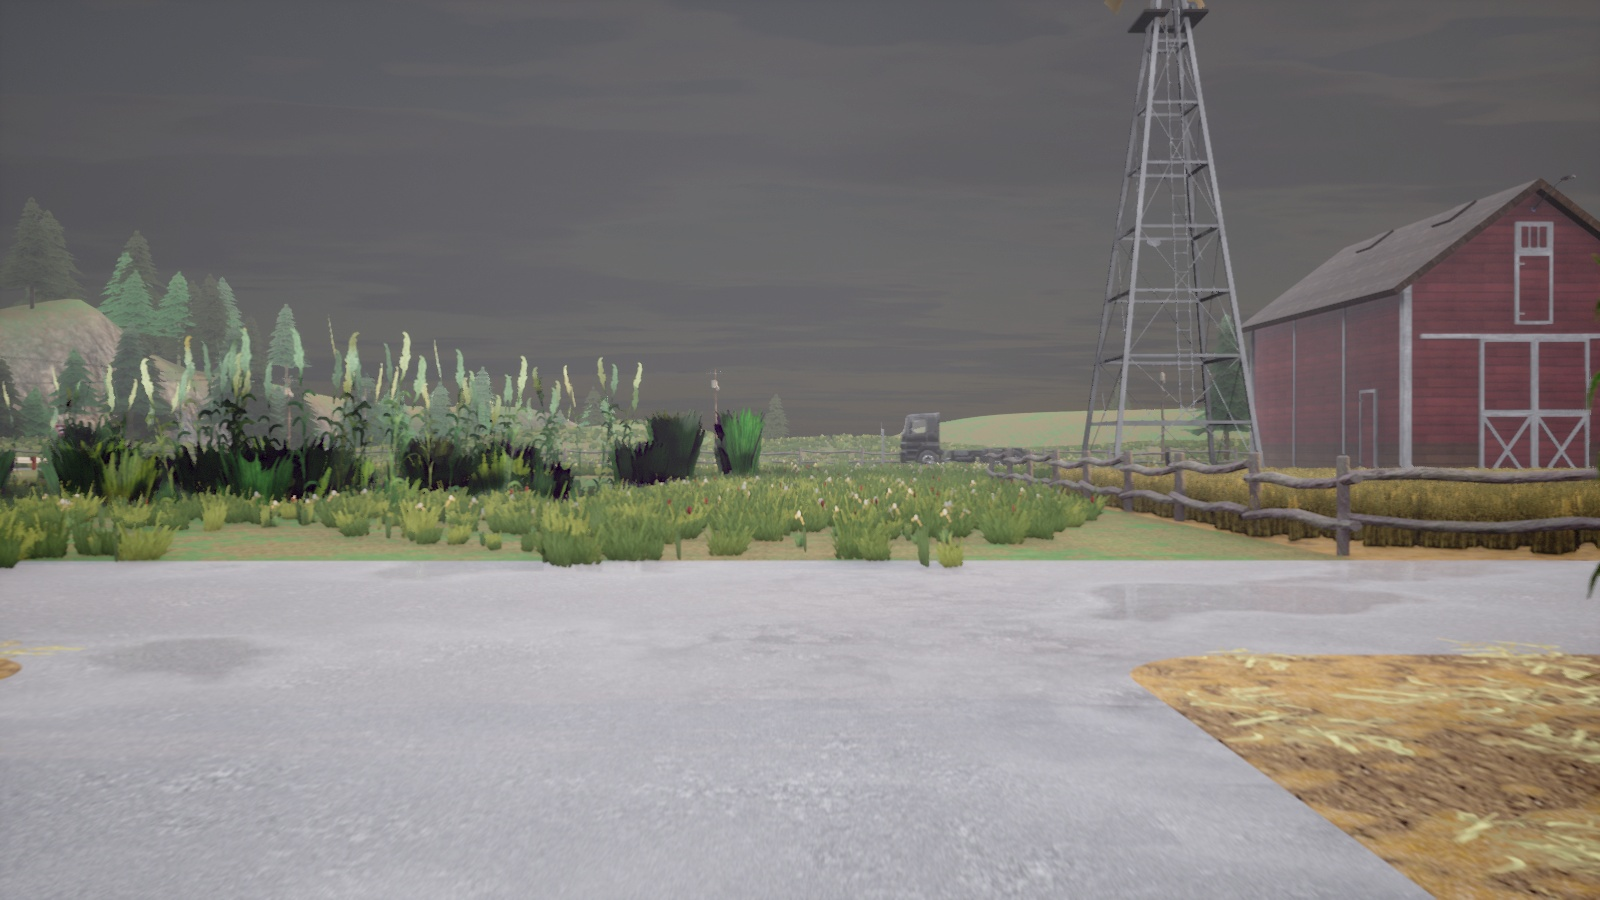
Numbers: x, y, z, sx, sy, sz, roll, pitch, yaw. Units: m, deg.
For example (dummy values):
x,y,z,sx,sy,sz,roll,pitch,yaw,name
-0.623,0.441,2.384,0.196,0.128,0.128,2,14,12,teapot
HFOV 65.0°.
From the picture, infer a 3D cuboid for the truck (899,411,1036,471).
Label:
x,y,z,sx,sy,sz,roll,pitch,yaw,name
9.902,-0.530,74.914,7.936,3.462,2.891,0,0,6,truck
